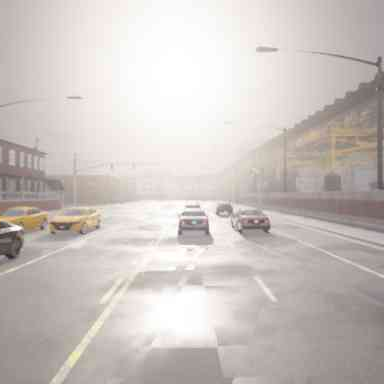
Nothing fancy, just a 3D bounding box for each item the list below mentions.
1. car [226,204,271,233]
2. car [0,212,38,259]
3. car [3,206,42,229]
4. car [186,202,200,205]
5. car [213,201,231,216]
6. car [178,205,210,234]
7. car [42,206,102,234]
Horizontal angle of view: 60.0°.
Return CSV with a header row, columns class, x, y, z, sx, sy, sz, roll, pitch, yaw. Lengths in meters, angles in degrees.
class,x,y,z,sx,sy,sz,roll,pitch,yaw
car,3.601,1.740,21.146,2.033,1.411,5.357,0,-1,0
car,-7.085,1.587,10.333,2.128,1.511,4.902,0,-1,0
car,-10.575,1.665,20.409,1.882,1.535,5.008,0,-1,0
car,0.098,1.835,37.990,2.128,1.511,4.902,0,-1,0
car,3.602,1.847,37.885,1.837,1.490,4.892,0,-2,0
car,0.101,1.734,20.504,2.033,1.411,5.357,0,-1,0
car,-7.071,1.667,20.656,1.882,1.535,5.008,0,-1,1
